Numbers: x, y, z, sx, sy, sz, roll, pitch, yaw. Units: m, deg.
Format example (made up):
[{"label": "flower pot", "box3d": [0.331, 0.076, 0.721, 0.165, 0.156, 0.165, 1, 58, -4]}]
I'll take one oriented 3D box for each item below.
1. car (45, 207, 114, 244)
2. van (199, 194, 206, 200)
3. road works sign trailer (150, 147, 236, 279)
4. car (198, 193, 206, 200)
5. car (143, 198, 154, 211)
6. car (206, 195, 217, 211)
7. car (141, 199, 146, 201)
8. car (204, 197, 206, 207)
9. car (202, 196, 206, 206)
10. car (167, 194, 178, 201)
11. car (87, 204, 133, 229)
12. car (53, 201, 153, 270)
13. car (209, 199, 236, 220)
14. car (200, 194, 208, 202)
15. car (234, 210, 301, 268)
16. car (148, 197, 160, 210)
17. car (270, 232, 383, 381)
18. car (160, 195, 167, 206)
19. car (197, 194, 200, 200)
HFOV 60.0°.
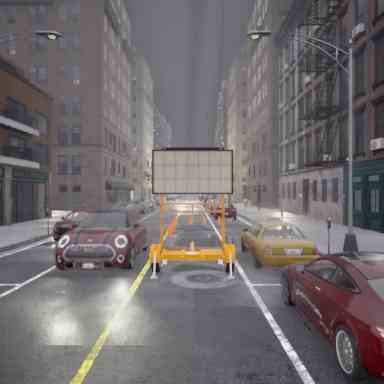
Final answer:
[{"label": "car", "box3d": [-5.355, 1.542, 16.550, 1.887, 1.381, 4.507, 0, 0, 0]}, {"label": "van", "box3d": [2.867, 1.314, 88.691, 1.690, 1.788, 3.998, 0, 0, 0]}, {"label": "road works sign trailer", "box3d": [0.020, 0.463, 10.044, 2.380, 3.560, 2.880, 0, 0, 0]}, {"label": "car", "box3d": [2.873, 1.286, 94.195, 2.192, 1.841, 5.009, 0, 0, 0]}, {"label": "car", "box3d": [-5.322, 1.559, 33.597, 1.947, 1.339, 4.313, 0, 0, 0]}, {"label": "car", "box3d": [2.703, 1.433, 33.582, 1.967, 1.590, 4.097, 0, 0, 0]}, {"label": "car", "box3d": [-5.333, 1.539, 27.915, 1.887, 1.381, 4.507, 0, 0, 0]}, {"label": "car", "box3d": [2.715, 1.536, 39.264, 1.887, 1.381, 4.507, 0, 0, 0]}, {"label": "car", "box3d": [2.726, 1.540, 44.946, 2.008, 1.369, 4.403, 0, 0, 0]}, {"label": "car", "box3d": [-5.254, 1.290, 83.203, 2.192, 1.841, 5.009, 0, 0, 0]}, {"label": "car", "box3d": [-5.344, 1.546, 22.232, 2.008, 1.369, 4.403, 0, 0, 0]}, {"label": "car", "box3d": [-2.728, 1.350, 11.007, 2.097, 1.767, 4.553, 0, 0, 0]}, {"label": "car", "box3d": [2.692, 1.539, 27.899, 1.887, 1.381, 4.507, 0, 0, 0]}, {"label": "car", "box3d": [2.737, 1.302, 50.628, 2.192, 1.841, 5.009, 0, 0, 0]}, {"label": "car", "box3d": [2.659, 1.523, 11.022, 1.752, 1.417, 4.829, 0, 0, 0]}, {"label": "car", "box3d": [-5.310, 1.431, 39.279, 1.967, 1.590, 4.097, 0, 0, 0]}, {"label": "car", "box3d": [2.647, 1.581, 5.170, 1.802, 1.307, 4.206, 0, 0, 0]}, {"label": "car", "box3d": [-5.288, 1.427, 50.643, 1.967, 1.590, 4.097, 0, 0, 0]}, {"label": "car", "box3d": [2.854, 1.292, 77.684, 2.192, 1.841, 5.009, 0, 0, 0]}]
